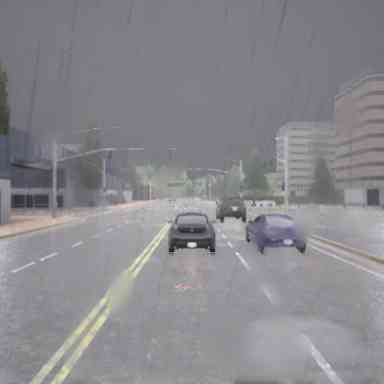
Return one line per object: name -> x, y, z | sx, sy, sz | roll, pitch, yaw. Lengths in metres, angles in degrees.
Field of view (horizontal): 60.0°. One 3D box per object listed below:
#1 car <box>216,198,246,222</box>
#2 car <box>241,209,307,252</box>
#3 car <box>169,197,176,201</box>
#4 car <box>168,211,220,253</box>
car -> 3.380, 1.493, 29.161 | 2.150, 2.045, 5.566 | 0, 0, -1
car -> 3.503, 1.663, 14.387 | 1.812, 1.442, 4.674 | 0, 0, 0
car -> -5.604, 2.126, 95.351 | 1.812, 1.442, 4.674 | 0, -1, -2
car -> 0.002, 1.644, 14.305 | 1.837, 1.490, 4.892 | 0, 0, 0
